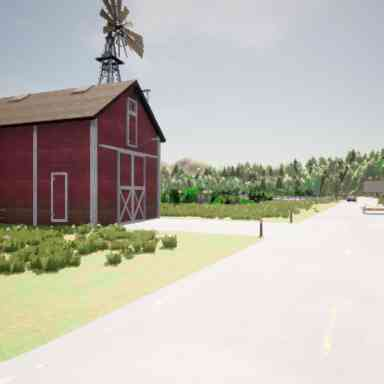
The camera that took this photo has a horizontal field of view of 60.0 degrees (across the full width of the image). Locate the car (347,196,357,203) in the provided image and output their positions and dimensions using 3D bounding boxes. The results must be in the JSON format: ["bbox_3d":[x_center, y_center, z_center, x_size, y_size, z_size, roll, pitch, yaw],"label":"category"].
[{"bbox_3d":[33.299,1.588,69.207,1.895,1.301,4.718,0,0,28],"label":"car"}]

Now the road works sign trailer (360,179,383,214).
[{"bbox_3d":[19.022,0.464,34.522,2.380,3.560,2.880,0,0,27],"label":"road works sign trailer"}]
